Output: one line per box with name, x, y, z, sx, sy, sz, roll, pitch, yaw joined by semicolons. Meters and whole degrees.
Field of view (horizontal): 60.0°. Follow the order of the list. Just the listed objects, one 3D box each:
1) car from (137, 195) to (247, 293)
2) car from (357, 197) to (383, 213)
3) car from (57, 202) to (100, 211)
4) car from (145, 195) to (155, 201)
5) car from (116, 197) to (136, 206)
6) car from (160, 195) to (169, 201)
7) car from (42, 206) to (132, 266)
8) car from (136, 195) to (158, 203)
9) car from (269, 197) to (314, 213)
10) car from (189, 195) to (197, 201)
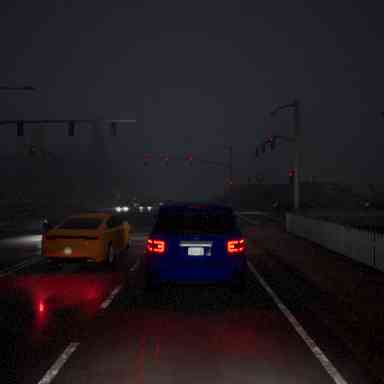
car;0.083;1.221;9.007;2.150;2.045;5.566;0;0;0
car;20.513;1.352;36.282;4.553;1.767;2.097;0;0;-1
car;-7.054;1.526;19.606;1.812;1.442;4.674;0;0;0
car;-10.308;1.465;82.049;1.882;1.535;5.008;0;0;0
car;-10.472;1.491;51.940;2.128;1.511;4.902;0;0;0
car;-6.806;1.509;82.777;1.812;1.442;4.674;0;0;0
car;-3.397;1.478;11.629;1.882;1.535;5.008;0;0;0
car;-6.973;1.547;52.215;2.033;1.411;5.357;0;0;0
car;10.731;1.352;36.062;4.553;1.767;2.097;0;0;-1
car;0.208;1.540;88.996;2.033;1.411;5.357;0;0;0
